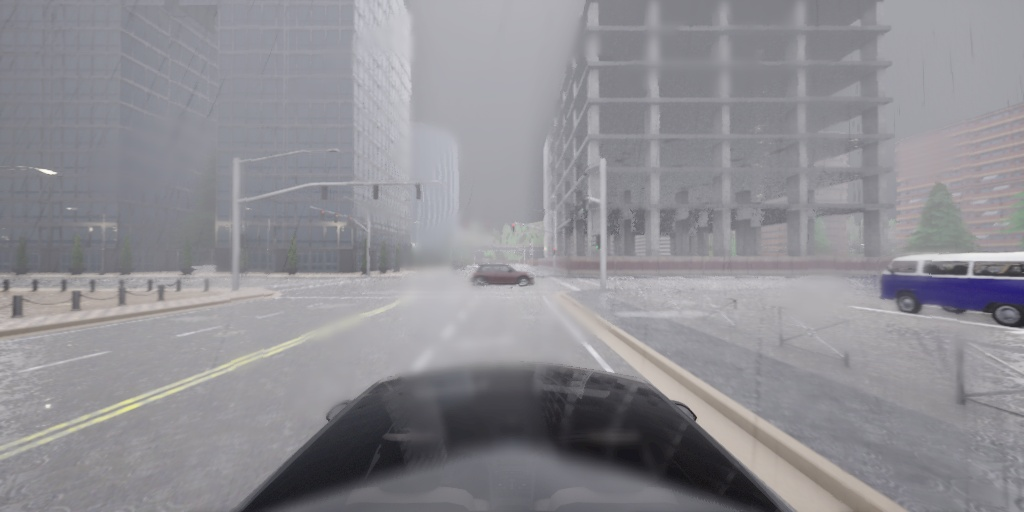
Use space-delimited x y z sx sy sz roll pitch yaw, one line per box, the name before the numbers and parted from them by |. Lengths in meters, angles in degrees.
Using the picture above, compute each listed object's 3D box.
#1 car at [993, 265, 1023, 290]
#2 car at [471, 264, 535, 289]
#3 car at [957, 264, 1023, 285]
car | 39.098 1.595 26.351 4.674 1.442 1.812 1 -1 0
car | -0.621 1.367 25.974 4.553 1.767 2.097 0 -1 -2
car | 45.050 1.672 33.385 4.181 1.385 1.994 0 -1 0
